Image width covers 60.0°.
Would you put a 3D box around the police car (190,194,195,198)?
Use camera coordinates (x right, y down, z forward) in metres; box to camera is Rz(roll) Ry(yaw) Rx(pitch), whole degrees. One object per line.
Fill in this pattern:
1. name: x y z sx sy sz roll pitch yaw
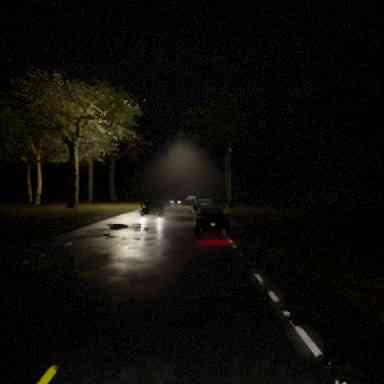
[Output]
1. police car: 1.041 1.389 35.113 1.930 1.638 5.238 0 0 0

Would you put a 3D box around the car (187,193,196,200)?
1. car: -0.020 1.063 76.649 2.033 1.411 5.357 0 1 0

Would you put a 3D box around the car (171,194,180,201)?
1. car: -3.519 1.193 73.176 1.837 1.490 4.892 0 1 0

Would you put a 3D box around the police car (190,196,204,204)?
1. police car: 1.043 1.399 29.115 1.930 1.638 5.238 0 0 0

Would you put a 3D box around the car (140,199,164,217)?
1. car: -3.605 1.477 30.859 1.837 1.490 4.892 0 0 0

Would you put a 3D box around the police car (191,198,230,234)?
1. police car: 1.045 1.408 19.115 1.930 1.638 5.238 0 0 0

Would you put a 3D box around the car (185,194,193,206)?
1. car: -0.014 1.360 53.091 2.128 1.511 4.902 0 0 0
